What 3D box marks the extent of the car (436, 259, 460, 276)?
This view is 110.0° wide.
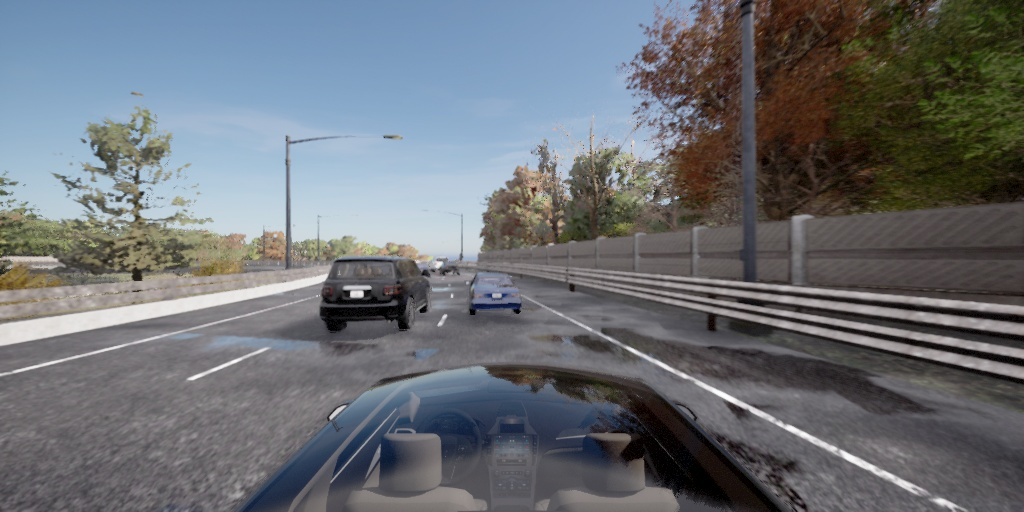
[{"bbox_3d":[-7.174,1.409,40.574,1.837,1.490,4.892,0,0,-19],"label":"car"}]

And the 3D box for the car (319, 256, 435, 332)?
[{"bbox_3d":[-3.976,1.022,11.339,2.150,2.045,5.566,0,0,-5],"label":"car"}]

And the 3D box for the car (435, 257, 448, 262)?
[{"bbox_3d":[-9.517,1.159,47.381,2.150,2.045,5.566,0,0,-19],"label":"car"}]

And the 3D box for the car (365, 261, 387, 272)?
[{"bbox_3d":[-19.775,1.500,51.869,2.128,1.511,4.902,0,0,-31],"label":"car"}]

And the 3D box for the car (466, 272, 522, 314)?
[{"bbox_3d":[-0.793,1.338,14.070,2.033,1.411,5.357,0,0,-7],"label":"car"}]
